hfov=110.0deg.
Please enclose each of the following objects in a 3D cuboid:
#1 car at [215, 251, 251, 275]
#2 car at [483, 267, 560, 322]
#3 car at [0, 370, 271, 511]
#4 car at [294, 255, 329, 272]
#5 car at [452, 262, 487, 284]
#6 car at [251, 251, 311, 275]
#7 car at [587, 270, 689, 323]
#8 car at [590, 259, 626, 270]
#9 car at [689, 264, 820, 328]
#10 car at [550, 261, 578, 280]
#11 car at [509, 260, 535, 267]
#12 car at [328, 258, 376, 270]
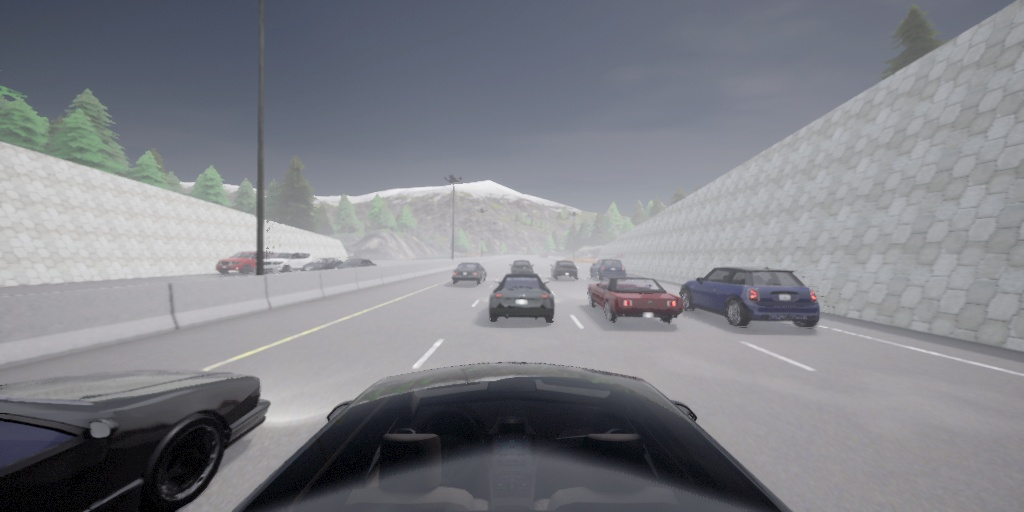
[{"bbox_3d":[-23.755,0.567,32.495,2.150,2.045,5.566,1,0,2],"label":"car"},{"bbox_3d":[0.325,1.254,12.107,1.994,1.385,4.181,1,0,2],"label":"car"},{"bbox_3d":[-3.468,1.268,1.206,2.033,1.411,5.357,1,0,2],"label":"car"},{"bbox_3d":[-16.766,0.901,32.194,2.128,1.511,4.902,1,0,2],"label":"car"},{"bbox_3d":[-2.840,1.131,24.623,2.033,1.411,5.357,1,0,2],"label":"car"},{"bbox_3d":[-20.255,0.600,32.444,2.150,2.045,5.566,1,0,2],"label":"car"},{"bbox_3d":[3.825,1.323,12.097,1.895,1.301,4.718,1,0,2],"label":"car"},{"bbox_3d":[7.798,1.004,29.537,2.097,1.767,4.553,1,0,2],"label":"car"},{"bbox_3d":[7.317,1.109,11.663,2.097,1.767,4.553,1,0,2],"label":"car"},{"bbox_3d":[4.305,1.122,29.939,1.837,1.490,4.892,1,0,2],"label":"car"},{"bbox_3d":[0.807,1.090,30.020,1.837,1.490,4.892,1,0,2],"label":"car"},{"bbox_3d":[-13.319,0.955,30.761,1.837,1.490,4.892,1,0,2],"label":"car"}]
